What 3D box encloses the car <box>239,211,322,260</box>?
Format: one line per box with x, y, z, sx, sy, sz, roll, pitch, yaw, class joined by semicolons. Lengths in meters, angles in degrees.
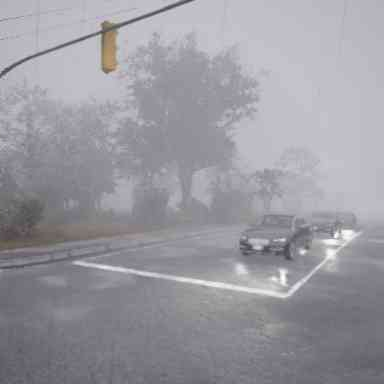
3.445;1.635;13.155;2.128;1.511;4.902;0;-1;31;car

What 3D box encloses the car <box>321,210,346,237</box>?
8.333;1.961;21.246;1.837;1.490;4.892;0;-3;31;car

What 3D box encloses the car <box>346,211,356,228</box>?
13.646;2.445;30.037;2.128;1.511;4.902;0;-3;31;car
